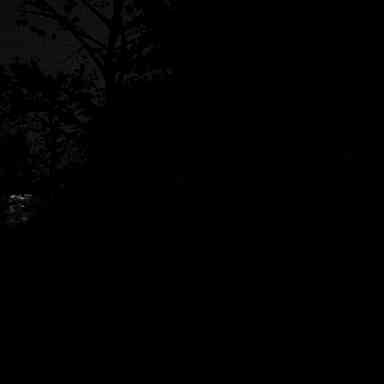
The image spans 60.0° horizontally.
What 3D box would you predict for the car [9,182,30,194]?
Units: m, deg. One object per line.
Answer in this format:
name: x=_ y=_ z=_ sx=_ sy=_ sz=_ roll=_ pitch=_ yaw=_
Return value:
car: x=-22.292 y=-0.545 z=43.194 sx=1.812 sy=1.442 sz=4.674 roll=0 pitch=4 yaw=-14
